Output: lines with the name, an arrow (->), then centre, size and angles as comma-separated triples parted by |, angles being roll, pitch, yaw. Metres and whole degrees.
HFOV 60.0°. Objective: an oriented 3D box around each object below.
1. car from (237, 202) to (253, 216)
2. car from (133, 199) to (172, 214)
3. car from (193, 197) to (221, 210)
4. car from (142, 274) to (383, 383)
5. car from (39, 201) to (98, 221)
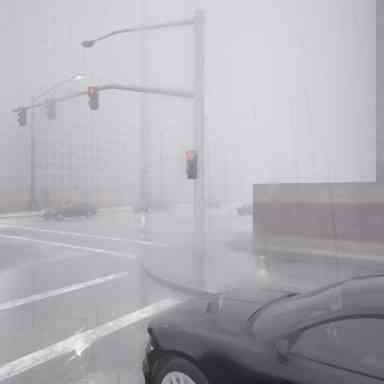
car -> 6.143, 1.601, 31.508 | 1.895, 1.301, 4.718 | 0, 0, 36
car -> -4.146, 1.505, 35.555 | 1.837, 1.490, 4.892 | 0, 0, 36
car -> 2.025, 1.478, 44.009 | 1.882, 1.535, 5.008 | 0, 0, 36
car -> 1.759, 1.478, 2.751 | 5.008, 1.535, 1.882 | 0, 0, 37
car -> -10.075, 1.491, 27.417 | 2.128, 1.511, 4.902 | 0, 0, 34
